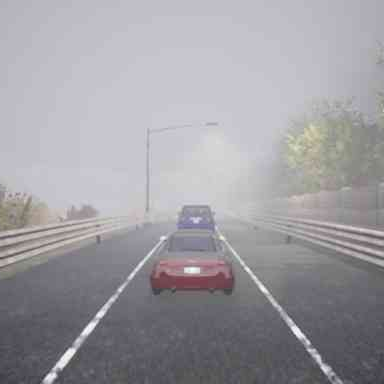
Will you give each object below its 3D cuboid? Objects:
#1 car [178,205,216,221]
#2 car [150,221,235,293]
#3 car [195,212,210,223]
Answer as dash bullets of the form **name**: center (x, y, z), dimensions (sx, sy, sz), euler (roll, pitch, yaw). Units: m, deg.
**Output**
- **car**: center (0.288, 1.810, 20.623), dimensions (2.150, 2.045, 5.566), euler (0, -3, 1)
- **car**: center (0.020, 1.731, 9.271), dimensions (1.994, 1.385, 4.181), euler (0, -1, 0)
- **car**: center (1.488, 3.448, 45.034), dimensions (1.895, 1.301, 4.718), euler (0, -3, 4)
